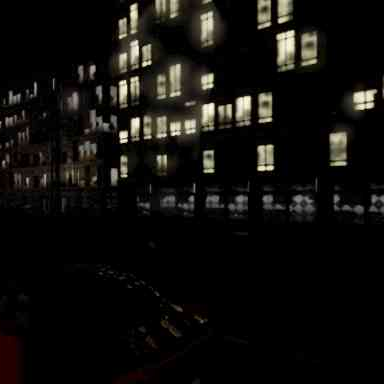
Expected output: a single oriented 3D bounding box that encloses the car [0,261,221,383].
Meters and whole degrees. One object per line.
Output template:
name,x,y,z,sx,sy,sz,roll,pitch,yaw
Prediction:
car,-1.810,1.568,4.170,4.507,1.381,1.887,0,-1,35
